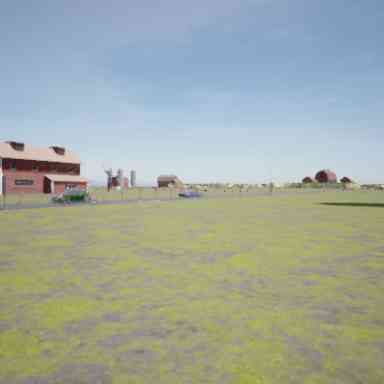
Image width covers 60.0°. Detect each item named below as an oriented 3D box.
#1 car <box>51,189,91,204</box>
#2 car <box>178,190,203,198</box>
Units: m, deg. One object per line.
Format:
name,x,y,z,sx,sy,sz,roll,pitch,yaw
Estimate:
car,-14.372,0.441,39.510,2.097,1.767,4.553,2,2,36
car,-0.227,0.282,58.782,2.033,1.411,5.357,2,2,36
